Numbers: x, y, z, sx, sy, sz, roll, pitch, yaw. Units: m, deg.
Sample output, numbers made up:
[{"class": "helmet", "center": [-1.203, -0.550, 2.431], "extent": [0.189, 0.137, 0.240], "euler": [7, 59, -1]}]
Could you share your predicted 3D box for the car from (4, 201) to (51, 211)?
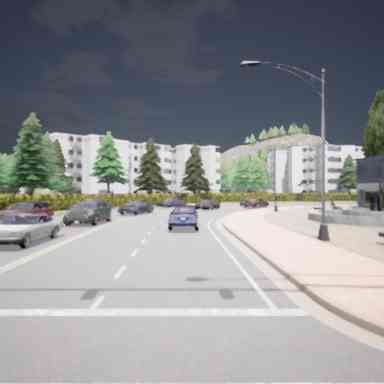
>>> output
[{"class": "car", "center": [-10.899, 1.394, 21.849], "extent": [2.097, 1.767, 4.553], "euler": [0, 0, 2]}]

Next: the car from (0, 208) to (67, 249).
[{"class": "car", "center": [-7.507, 1.630, 14.838], "extent": [1.895, 1.301, 4.718], "euler": [0, 0, -1]}]

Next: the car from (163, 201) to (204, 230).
[{"class": "car", "center": [-0.444, 1.569, 21.289], "extent": [2.033, 1.411, 5.357], "euler": [0, 0, 2]}]

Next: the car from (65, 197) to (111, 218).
[{"class": "car", "center": [-9.777, 1.402, 31.698], "extent": [2.097, 1.767, 4.553], "euler": [0, 0, 13]}]

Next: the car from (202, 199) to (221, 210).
[{"class": "car", "center": [2.180, 1.601, 42.798], "extent": [1.994, 1.385, 4.181], "euler": [0, 0, 30]}]

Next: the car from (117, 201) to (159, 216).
[{"class": "car", "center": [-5.624, 1.591, 34.147], "extent": [2.033, 1.411, 5.357], "euler": [0, 0, 17]}]

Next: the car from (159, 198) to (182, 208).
[{"class": "car", "center": [-2.980, 1.600, 48.306], "extent": [2.033, 1.411, 5.357], "euler": [0, 0, 33]}]

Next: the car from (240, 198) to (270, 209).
[{"class": "car", "center": [9.134, 1.553, 46.743], "extent": [1.812, 1.442, 4.674], "euler": [0, 0, 42]}]

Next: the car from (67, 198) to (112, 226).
[{"class": "car", "center": [-7.348, 1.390, 23.874], "extent": [2.097, 1.767, 4.553], "euler": [0, 0, 4]}]
